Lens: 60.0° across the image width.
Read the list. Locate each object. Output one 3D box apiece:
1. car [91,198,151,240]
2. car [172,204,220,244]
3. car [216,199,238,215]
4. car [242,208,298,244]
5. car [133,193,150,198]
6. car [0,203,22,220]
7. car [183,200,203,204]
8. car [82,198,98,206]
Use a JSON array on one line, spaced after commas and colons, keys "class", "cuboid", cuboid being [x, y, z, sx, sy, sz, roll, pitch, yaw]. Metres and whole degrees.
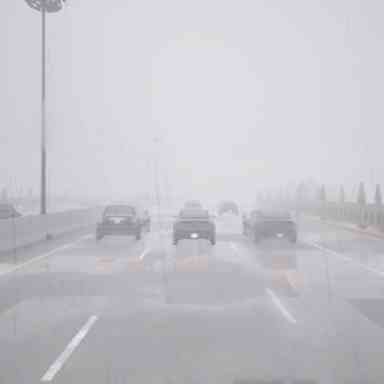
[{"class": "car", "cuboid": [-3.404, 1.370, 17.296, 2.097, 1.767, 4.553, 0, 0, 0]}, {"class": "car", "cuboid": [0.096, 1.521, 15.949, 1.837, 1.490, 4.892, 0, 0, 0]}, {"class": "car", "cuboid": [3.594, 1.539, 34.087, 1.837, 1.490, 4.892, 0, 0, 0]}, {"class": "car", "cuboid": [3.596, 1.521, 15.992, 1.837, 1.490, 4.892, 0, 0, 0]}, {"class": "car", "cuboid": [-9.037, 1.282, 59.092, 2.150, 2.045, 5.566, 0, 0, 10]}, {"class": "car", "cuboid": [-10.603, 1.370, 16.857, 2.097, 1.767, 4.553, 0, 0, 0]}, {"class": "car", "cuboid": [0.094, 1.539, 34.088, 1.837, 1.490, 4.892, 0, 0, 0]}, {"class": "car", "cuboid": [-16.621, 1.620, 55.276, 1.994, 1.385, 4.181, 0, 0, 7]}]
